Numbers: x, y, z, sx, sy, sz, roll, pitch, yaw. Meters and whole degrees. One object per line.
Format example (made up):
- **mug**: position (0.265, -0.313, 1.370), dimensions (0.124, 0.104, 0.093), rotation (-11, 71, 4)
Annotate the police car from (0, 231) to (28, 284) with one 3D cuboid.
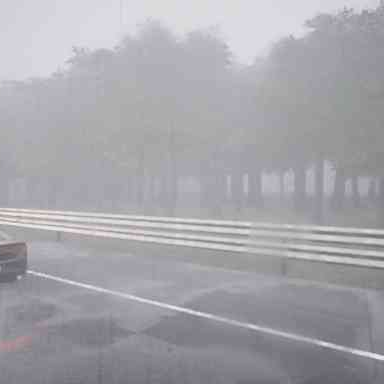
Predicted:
- **police car**: position (-6.226, 1.413, 8.401), dimensions (5.238, 1.638, 1.930), rotation (0, 0, 35)
